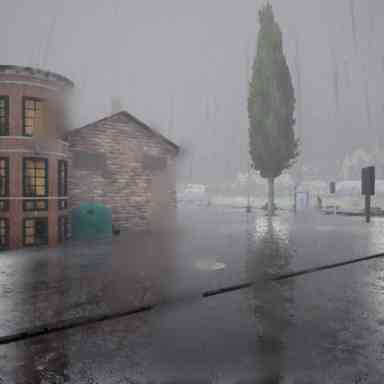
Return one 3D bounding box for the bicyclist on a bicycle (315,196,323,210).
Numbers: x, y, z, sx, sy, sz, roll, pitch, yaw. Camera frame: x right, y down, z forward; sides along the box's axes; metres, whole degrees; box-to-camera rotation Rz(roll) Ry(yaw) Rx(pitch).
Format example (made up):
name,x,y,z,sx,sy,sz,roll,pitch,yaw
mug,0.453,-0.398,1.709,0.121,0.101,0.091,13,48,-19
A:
name,x,y,z,sx,sy,sz,roll,pitch,yaw
bicyclist on a bicycle,15.318,1.349,40.146,1.656,1.620,0.582,0,0,-36
